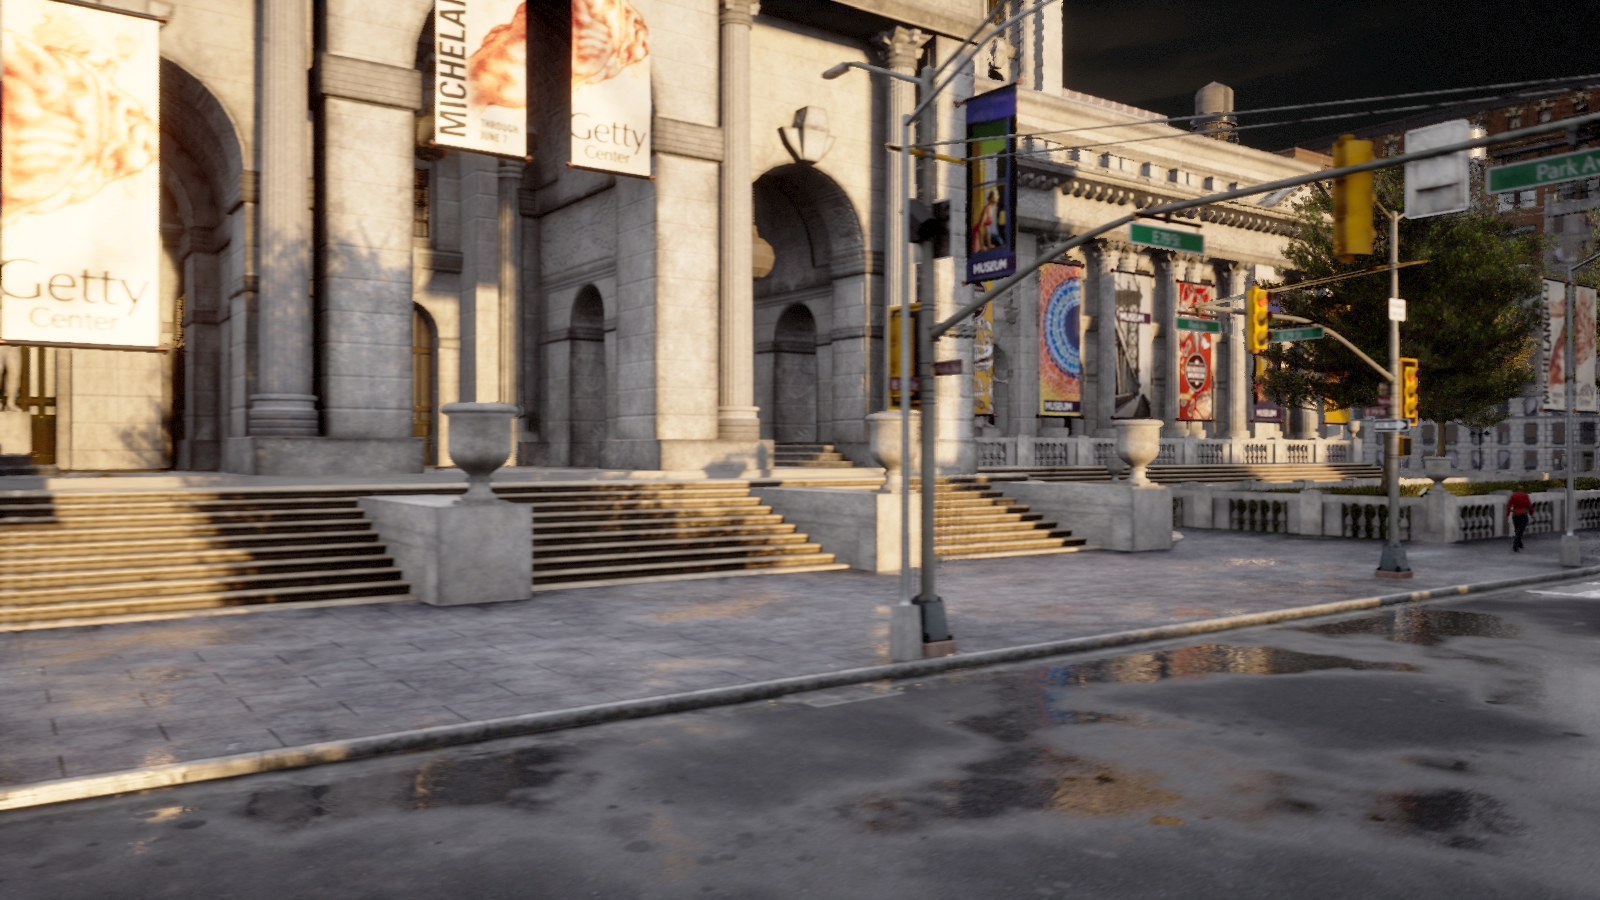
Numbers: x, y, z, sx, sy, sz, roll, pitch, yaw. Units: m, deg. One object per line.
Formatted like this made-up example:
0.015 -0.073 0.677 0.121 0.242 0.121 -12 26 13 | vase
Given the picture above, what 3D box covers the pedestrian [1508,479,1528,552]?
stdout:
18.632 1.698 29.638 0.375 1.860 0.375 0 0 45 | pedestrian
